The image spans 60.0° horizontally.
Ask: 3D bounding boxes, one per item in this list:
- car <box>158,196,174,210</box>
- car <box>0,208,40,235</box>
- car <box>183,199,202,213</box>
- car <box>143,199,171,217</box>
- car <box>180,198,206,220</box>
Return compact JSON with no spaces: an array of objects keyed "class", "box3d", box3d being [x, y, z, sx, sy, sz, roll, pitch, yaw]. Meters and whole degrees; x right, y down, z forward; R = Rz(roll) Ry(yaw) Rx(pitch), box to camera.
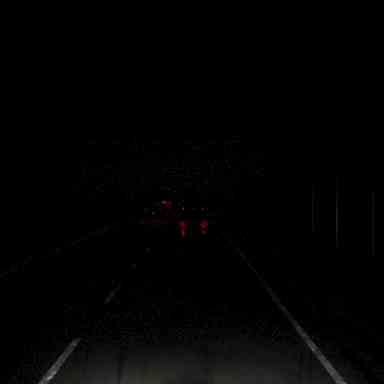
[{"class":"car","box3d":[-3.354,1.320,41.290,2.097,1.767,4.553,0,0,0]},{"class":"car","box3d":[-10.542,1.586,18.804,1.895,1.301,4.718,0,0,0]},{"class":"car","box3d":[0.101,1.519,37.712,2.033,1.411,5.357,0,0,1]},{"class":"car","box3d":[-3.364,1.577,31.153,1.895,1.301,4.718,0,0,0]},{"class":"car","box3d":[0.113,1.330,28.305,2.097,1.767,4.553,0,0,0]}]
